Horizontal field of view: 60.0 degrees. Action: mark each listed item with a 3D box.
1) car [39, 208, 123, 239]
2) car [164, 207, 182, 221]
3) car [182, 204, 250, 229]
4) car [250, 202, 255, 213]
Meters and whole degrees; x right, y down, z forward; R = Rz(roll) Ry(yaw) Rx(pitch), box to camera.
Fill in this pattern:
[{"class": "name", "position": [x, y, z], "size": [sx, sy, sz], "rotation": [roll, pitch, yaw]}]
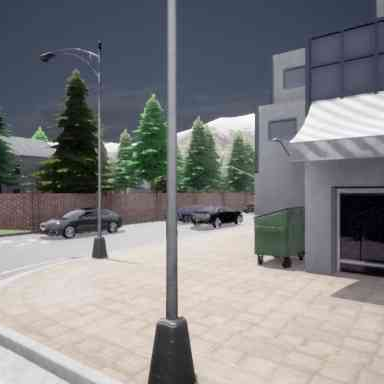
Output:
[{"class": "car", "position": [-6.158, 1.681, 18.908], "size": [1.837, 1.490, 4.892], "rotation": [0, 0, 36]}, {"class": "car", "position": [-0.175, 1.776, 26.987], "size": [1.895, 1.301, 4.718], "rotation": [0, 0, 37]}, {"class": "car", "position": [1.827, 1.667, 23.537], "size": [2.128, 1.511, 4.902], "rotation": [0, 0, 37]}, {"class": "car", "position": [7.440, 1.740, 37.250], "size": [1.994, 1.385, 4.181], "rotation": [0, 0, 37]}]
